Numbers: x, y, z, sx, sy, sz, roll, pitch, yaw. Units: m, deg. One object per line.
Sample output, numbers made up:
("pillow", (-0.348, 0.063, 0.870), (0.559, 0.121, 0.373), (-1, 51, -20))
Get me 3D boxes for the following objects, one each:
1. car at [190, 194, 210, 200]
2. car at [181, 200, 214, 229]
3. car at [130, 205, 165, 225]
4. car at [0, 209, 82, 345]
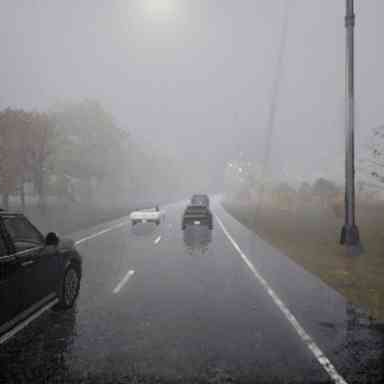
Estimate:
("car", (0.924, 1.262, 38.732), (2.150, 2.045, 5.566), (0, 0, 1))
("car", (0.356, 1.527, 21.645), (1.837, 1.490, 4.892), (0, 0, 1))
("car", (-3.083, 1.627, 24.158), (1.895, 1.301, 4.718), (0, 0, 1))
("car", (-3.381, 1.225, 4.634), (2.150, 2.045, 5.566), (0, 0, 0))
